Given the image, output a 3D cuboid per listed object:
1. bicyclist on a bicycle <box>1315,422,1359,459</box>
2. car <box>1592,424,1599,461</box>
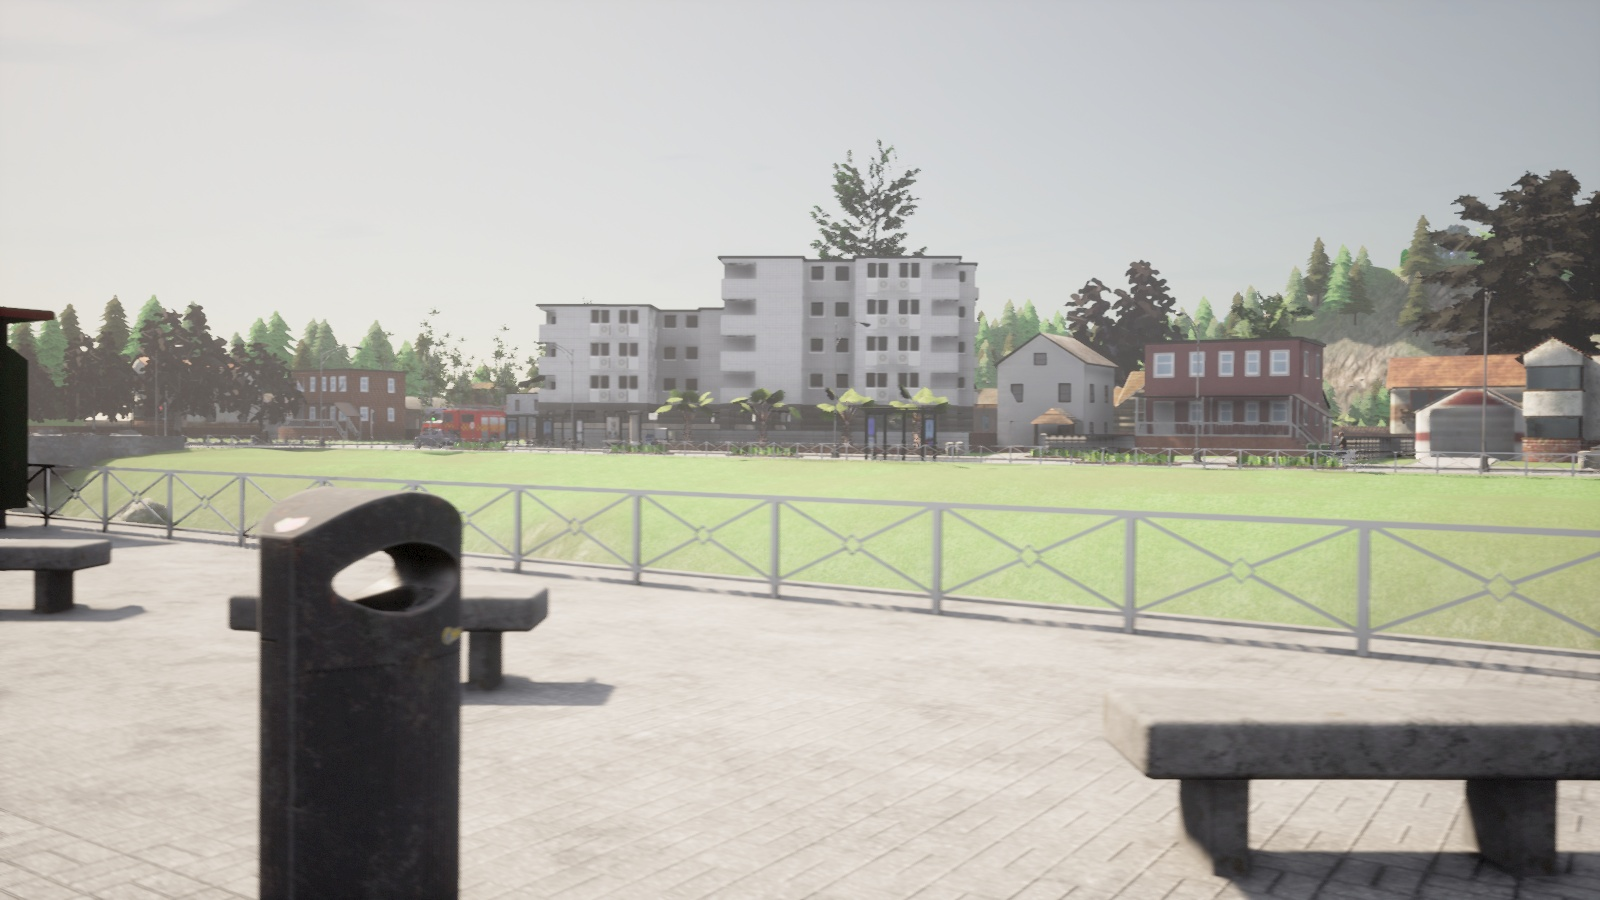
[{"bbox_3d":[26.068,-0.466,60.967,1.843,1.776,0.659,0,1,34],"label":"bicyclist on a bicycle"},{"bbox_3d":[34.549,-0.324,50.529,4.514,1.525,2.007,0,1,34],"label":"car"}]
